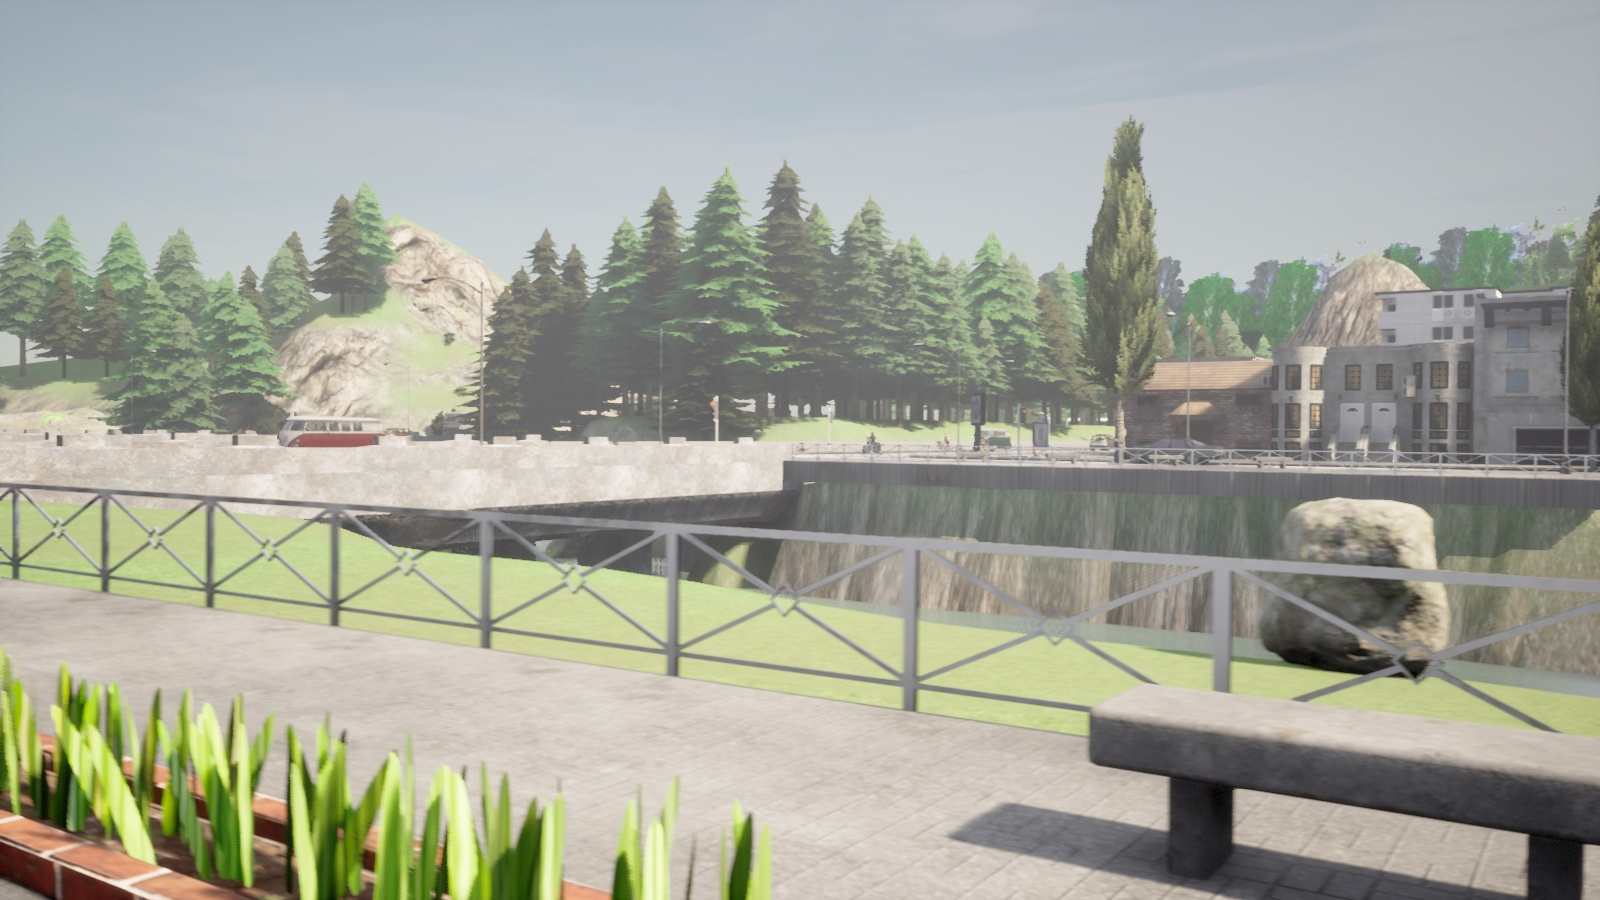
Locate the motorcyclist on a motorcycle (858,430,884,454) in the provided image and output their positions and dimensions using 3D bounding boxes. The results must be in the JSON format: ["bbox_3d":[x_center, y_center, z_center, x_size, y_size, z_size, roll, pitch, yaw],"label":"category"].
[{"bbox_3d":[5.047,-0.581,89.197,0.766,1.649,2.350,0,1,34],"label":"motorcyclist on a motorcycle"}]

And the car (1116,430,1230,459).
[{"bbox_3d":[19.382,-0.289,65.352,5.357,1.411,2.033,0,1,34],"label":"car"}]

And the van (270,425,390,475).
[{"bbox_3d":[-19.502,-0.052,52.264,1.775,1.987,4.442,0,1,34],"label":"van"}]
